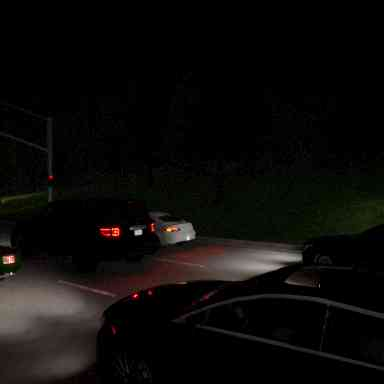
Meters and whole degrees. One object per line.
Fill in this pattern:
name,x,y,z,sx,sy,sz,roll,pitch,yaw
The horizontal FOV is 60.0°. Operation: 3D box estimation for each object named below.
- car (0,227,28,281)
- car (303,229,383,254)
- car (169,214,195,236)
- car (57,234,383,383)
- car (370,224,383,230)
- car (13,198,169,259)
car,-6.433,1.601,8.532,4.718,1.301,1.895,0,0,36
car,4.704,1.547,4.939,5.357,1.411,2.033,0,0,35
car,-2.022,1.526,13.983,4.674,1.442,1.812,0,0,36
car,1.110,1.492,3.199,4.902,1.511,2.128,0,0,35
car,5.328,1.526,8.769,4.674,1.442,1.812,0,0,35
car,-3.668,1.221,10.853,5.566,2.045,2.150,0,0,36
